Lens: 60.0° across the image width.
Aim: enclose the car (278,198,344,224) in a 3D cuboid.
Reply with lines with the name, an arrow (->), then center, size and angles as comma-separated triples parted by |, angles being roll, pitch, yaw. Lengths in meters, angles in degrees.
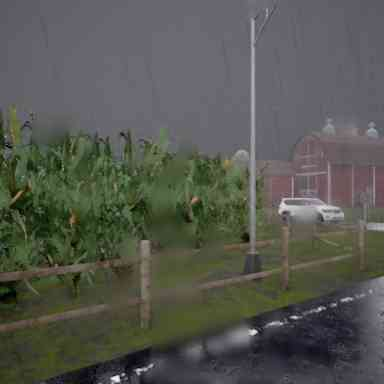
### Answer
car -> 9.678, 1.513, 27.583 | 2.150, 2.045, 5.566 | 1, -1, -30
